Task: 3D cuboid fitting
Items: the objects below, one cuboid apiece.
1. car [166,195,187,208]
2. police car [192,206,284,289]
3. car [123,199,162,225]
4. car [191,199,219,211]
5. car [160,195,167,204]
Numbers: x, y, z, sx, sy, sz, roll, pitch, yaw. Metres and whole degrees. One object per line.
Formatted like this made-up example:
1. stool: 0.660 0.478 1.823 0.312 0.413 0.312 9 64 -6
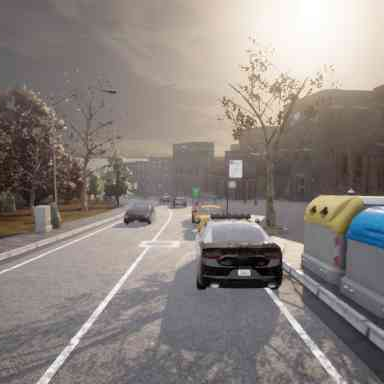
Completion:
1. car: -1.929 1.384 46.897 2.128 1.511 4.902 -1 0 -10
2. police car: 1.043 1.408 9.232 1.930 1.638 5.238 0 0 0
3. car: -3.614 1.502 23.988 2.033 1.411 5.357 0 0 -1
4. car: 1.034 1.419 19.358 1.801 1.575 5.366 0 0 0
5. car: -4.774 1.386 60.387 1.837 1.490 4.892 -2 0 -16
